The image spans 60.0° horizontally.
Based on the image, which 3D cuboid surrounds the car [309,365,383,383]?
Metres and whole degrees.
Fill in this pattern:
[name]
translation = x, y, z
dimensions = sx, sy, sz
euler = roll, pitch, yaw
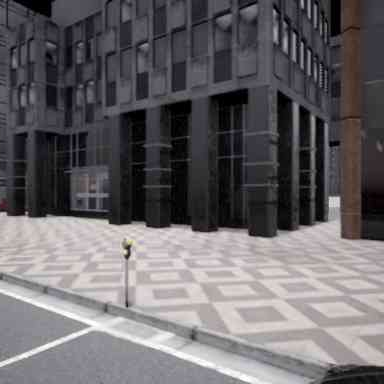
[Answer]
[car]
translation = 2.392, 1.566, 1.256
dimensions = 4.313, 1.339, 1.947
euler = 0, 0, 36
